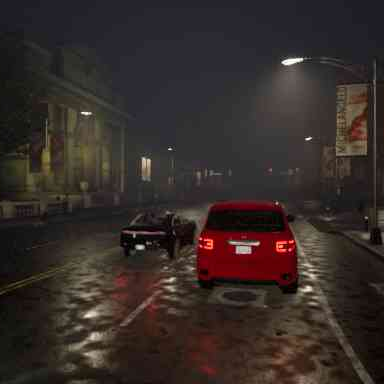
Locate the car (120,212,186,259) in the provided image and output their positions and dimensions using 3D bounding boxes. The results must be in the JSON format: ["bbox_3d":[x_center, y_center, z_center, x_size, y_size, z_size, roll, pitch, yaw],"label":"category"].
[{"bbox_3d":[-1.068,1.493,12.734,2.128,1.511,4.902,0,0,13],"label":"car"}]

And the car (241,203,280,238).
[{"bbox_3d":[3.962,1.478,18.744,1.882,1.535,5.008,0,0,14],"label":"car"}]

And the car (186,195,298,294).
[{"bbox_3d":[1.602,1.221,9.084,2.150,2.045,5.566,0,0,13],"label":"car"}]
